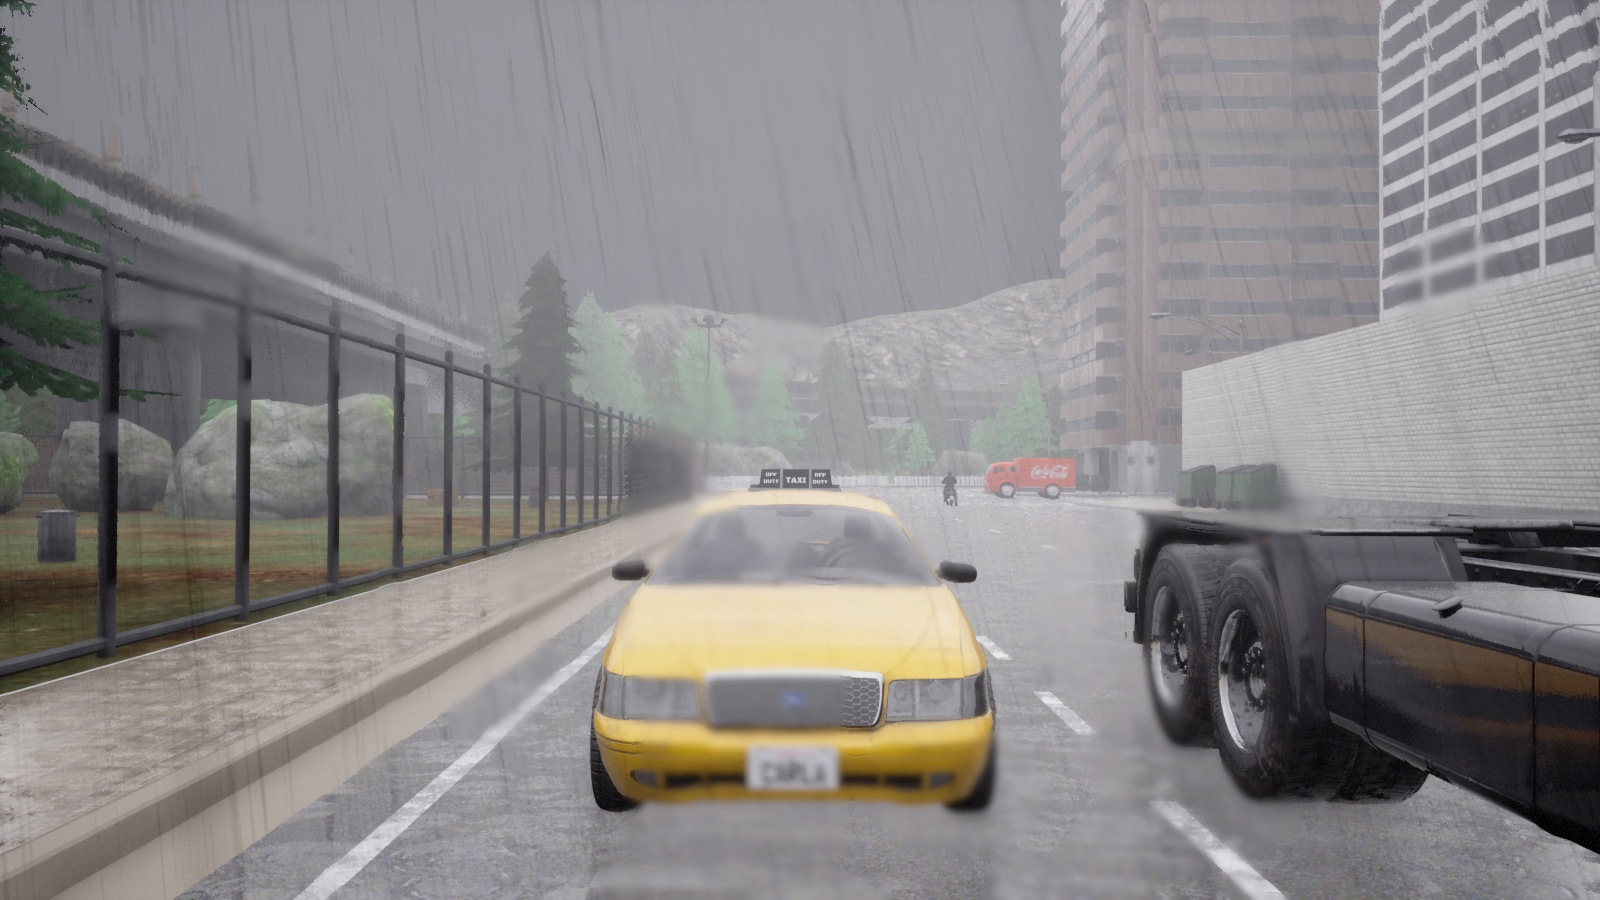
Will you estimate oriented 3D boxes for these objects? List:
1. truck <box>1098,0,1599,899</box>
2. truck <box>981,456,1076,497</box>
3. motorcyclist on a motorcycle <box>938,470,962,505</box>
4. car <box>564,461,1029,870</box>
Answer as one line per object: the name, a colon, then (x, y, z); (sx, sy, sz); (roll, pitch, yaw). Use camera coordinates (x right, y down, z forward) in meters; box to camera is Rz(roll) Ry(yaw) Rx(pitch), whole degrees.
truck: (3.483, -0.105, 4.529); (2.891, 3.462, 7.936); (0, -1, 0)
truck: (13.706, 1.590, 75.569); (5.204, 2.467, 2.627); (0, -1, 0)
motorcyclist on a motorcycle: (6.835, 1.700, 57.291); (0.866, 1.590, 1.817); (0, -1, 0)
car: (-0.022, 0.880, 7.560); (1.801, 1.575, 5.366); (0, -1, 0)
